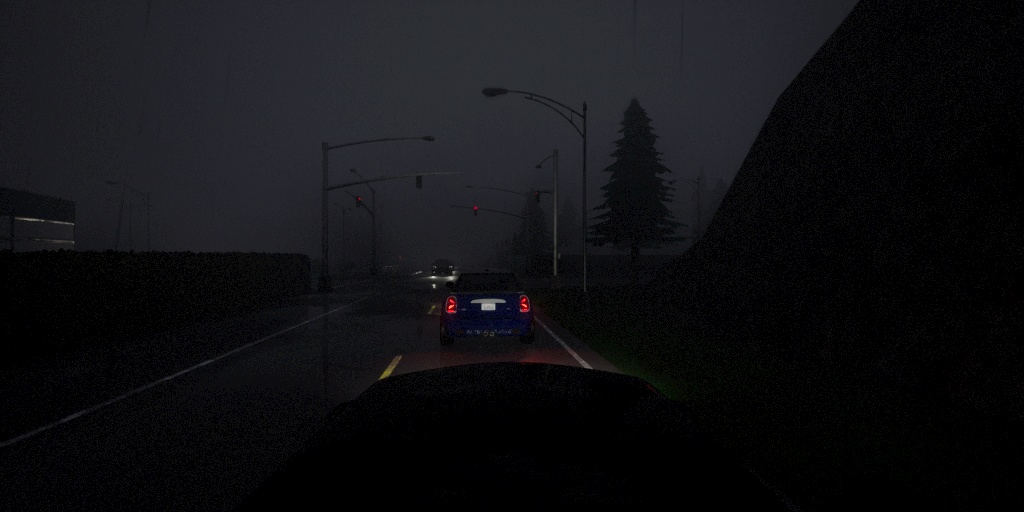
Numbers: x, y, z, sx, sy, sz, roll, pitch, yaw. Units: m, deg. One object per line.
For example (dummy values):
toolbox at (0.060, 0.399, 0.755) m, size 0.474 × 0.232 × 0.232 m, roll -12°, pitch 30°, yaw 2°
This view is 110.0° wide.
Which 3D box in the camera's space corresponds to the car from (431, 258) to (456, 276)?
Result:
car at (-7.210, 1.102, 36.913) m, size 2.097 × 1.767 × 4.553 m, roll 0°, pitch 0°, yaw -13°

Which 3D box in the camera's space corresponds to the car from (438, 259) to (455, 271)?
car at (-9.358, 1.243, 51.410) m, size 2.128 × 1.511 × 4.902 m, roll 0°, pitch 0°, yaw -7°

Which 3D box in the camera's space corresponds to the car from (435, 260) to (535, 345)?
car at (-0.737, 1.102, 9.753) m, size 2.097 × 1.767 × 4.553 m, roll 0°, pitch 0°, yaw -6°
